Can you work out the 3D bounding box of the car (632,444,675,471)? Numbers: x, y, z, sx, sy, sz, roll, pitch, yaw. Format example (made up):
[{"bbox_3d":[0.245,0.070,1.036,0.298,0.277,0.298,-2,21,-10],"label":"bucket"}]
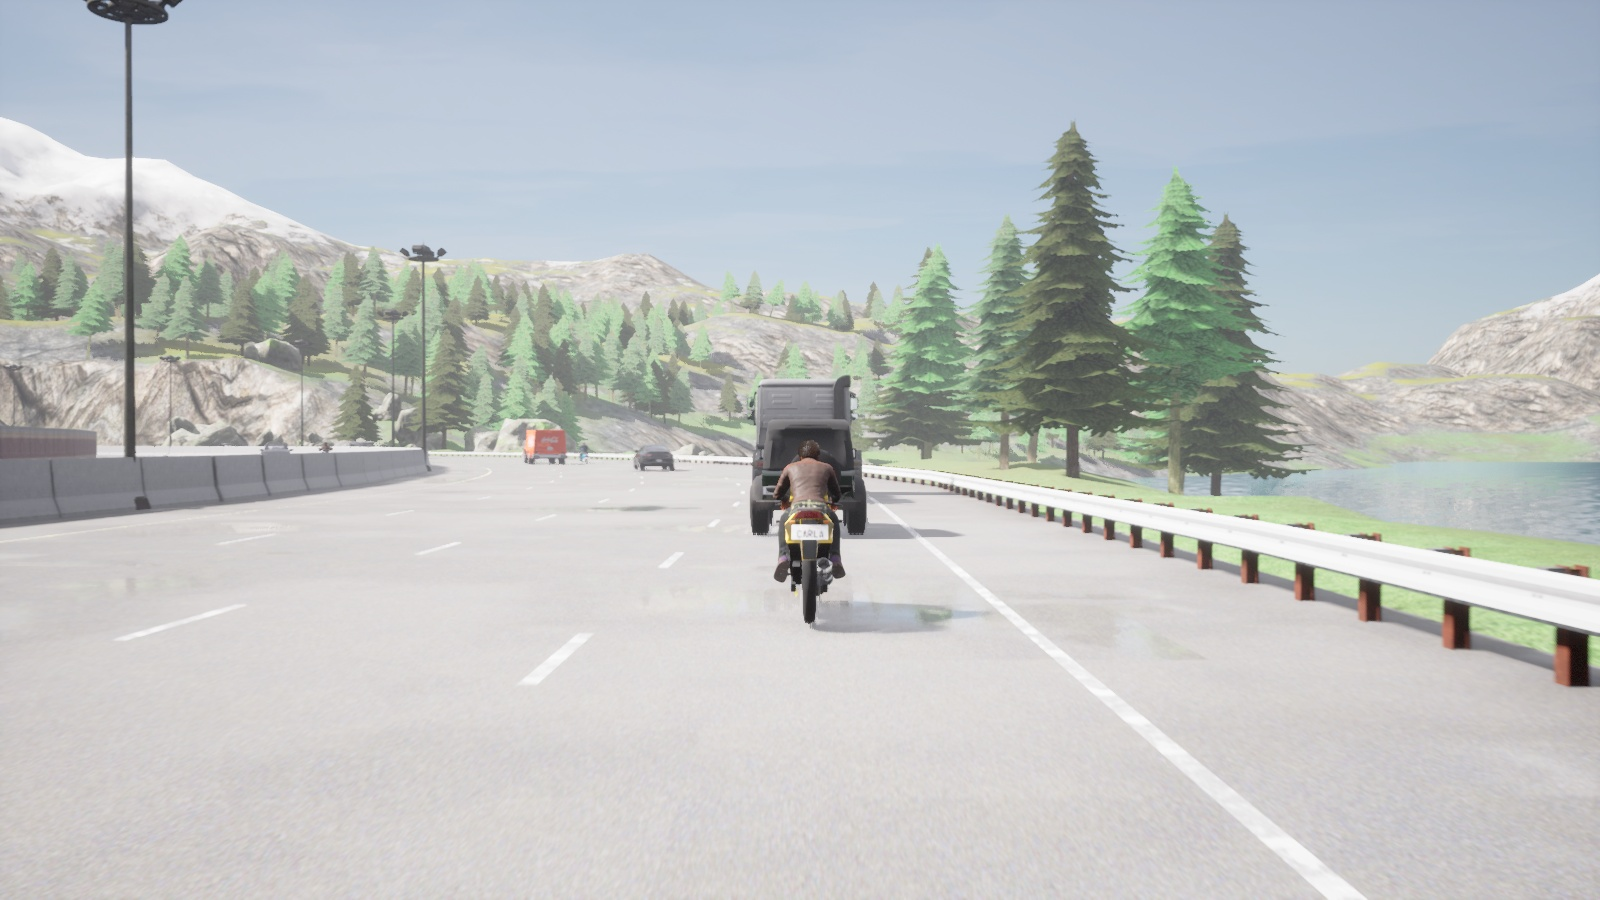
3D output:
[{"bbox_3d":[-8.146,0.387,69.478,1.812,1.442,4.674,0,0,-14],"label":"car"}]

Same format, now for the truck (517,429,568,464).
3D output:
[{"bbox_3d":[-18.382,-0.243,89.505,2.627,2.467,5.204,0,0,-22],"label":"truck"}]

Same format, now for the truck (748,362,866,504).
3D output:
[{"bbox_3d":[0.114,-0.424,34.607,2.891,3.462,7.936,0,0,-1],"label":"truck"}]

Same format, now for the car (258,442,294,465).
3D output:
[{"bbox_3d":[-34.895,0.219,83.623,2.128,1.511,4.902,0,0,-23],"label":"car"}]

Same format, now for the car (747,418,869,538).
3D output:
[{"bbox_3d":[0.139,0.425,21.556,1.905,1.878,3.866,0,0,0],"label":"car"}]

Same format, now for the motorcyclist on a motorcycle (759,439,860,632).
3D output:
[{"bbox_3d":[0.078,0.669,10.941,0.797,1.523,2.044,0,0,0],"label":"motorcyclist on a motorcycle"}]
